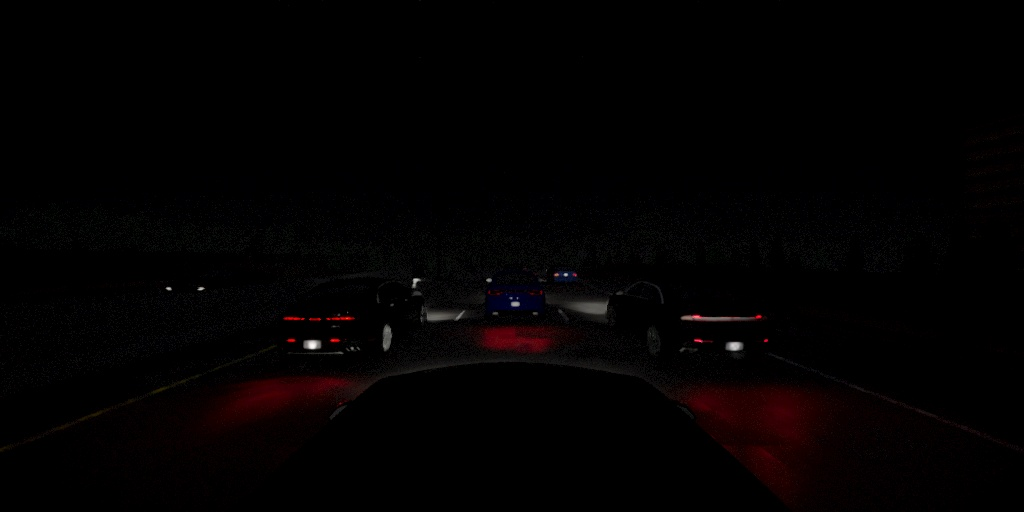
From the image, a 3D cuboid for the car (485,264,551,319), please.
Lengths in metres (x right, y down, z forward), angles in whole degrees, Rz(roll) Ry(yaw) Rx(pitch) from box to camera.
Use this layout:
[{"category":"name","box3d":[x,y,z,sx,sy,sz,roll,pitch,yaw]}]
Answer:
[{"category":"car","box3d":[0.099,1.235,12.804,1.882,1.535,5.008,0,0,0]}]

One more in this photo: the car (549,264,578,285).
[{"category":"car","box3d":[3.599,1.325,26.518,2.033,1.411,5.357,0,0,0]}]

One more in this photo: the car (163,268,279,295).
[{"category":"car","box3d":[-14.075,1.310,17.968,2.033,1.411,5.357,0,0,0]}]

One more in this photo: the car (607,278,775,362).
[{"category":"car","box3d":[3.600,1.246,8.223,2.128,1.511,4.902,0,0,0]}]

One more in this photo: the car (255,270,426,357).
[{"category":"car","box3d":[-3.400,1.260,8.524,1.837,1.490,4.892,0,0,0]}]

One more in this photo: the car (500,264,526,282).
[{"category":"car","box3d":[0.097,1.407,31.178,2.033,1.411,5.357,0,-2,0]}]

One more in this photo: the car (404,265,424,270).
[{"category":"car","box3d":[-10.526,1.667,38.170,1.837,1.490,4.892,0,-4,0]}]
